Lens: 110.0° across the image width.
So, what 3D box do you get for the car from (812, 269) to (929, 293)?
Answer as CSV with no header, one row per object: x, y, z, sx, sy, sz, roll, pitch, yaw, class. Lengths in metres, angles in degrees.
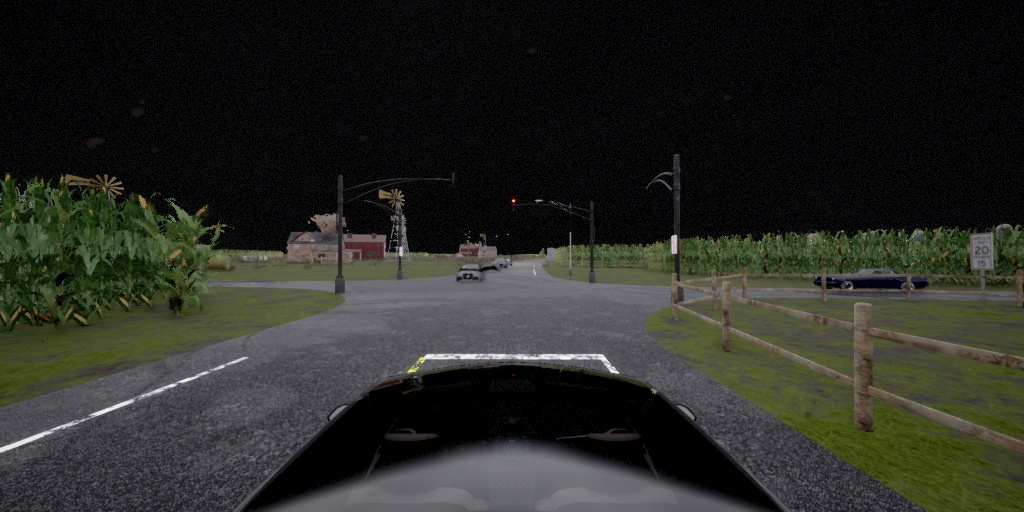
20.394,1.401,20.634,4.718,1.301,1.895,0,-1,9,car

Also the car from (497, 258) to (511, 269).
-1.834,1.088,57.406,2.097,1.767,4.553,0,0,4,car

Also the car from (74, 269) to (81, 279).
-33.987,1.293,27.011,4.718,1.301,1.895,0,-1,9,car

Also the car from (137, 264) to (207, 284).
-24.174,1.195,25.354,4.902,1.511,2.128,0,-1,10,car

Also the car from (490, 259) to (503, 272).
-2.523,1.345,44.847,1.895,1.301,4.718,0,0,3,car

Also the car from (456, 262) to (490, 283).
-3.165,1.313,28.277,1.994,1.385,4.181,0,0,2,car
